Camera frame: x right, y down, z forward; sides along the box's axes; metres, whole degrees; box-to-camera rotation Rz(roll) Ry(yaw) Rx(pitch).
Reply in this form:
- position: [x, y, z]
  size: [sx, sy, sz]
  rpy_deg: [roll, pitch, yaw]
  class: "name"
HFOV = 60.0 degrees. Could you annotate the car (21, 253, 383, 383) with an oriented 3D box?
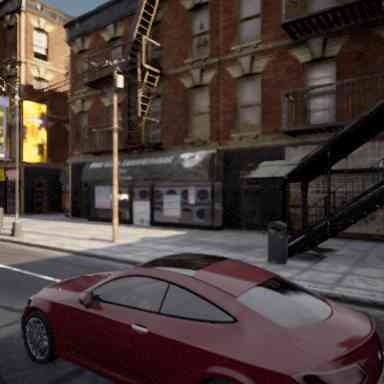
- position: [-0.237, 1.527, 4.161]
  size: [4.674, 1.442, 1.812]
  rpy_deg: [0, 0, 36]
  class: "car"
